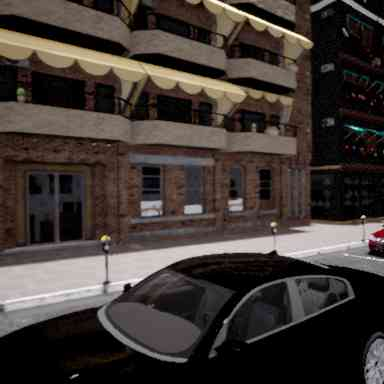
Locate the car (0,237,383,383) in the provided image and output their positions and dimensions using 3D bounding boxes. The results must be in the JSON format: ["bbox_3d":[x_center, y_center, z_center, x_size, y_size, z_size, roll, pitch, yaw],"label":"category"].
[{"bbox_3d":[0.333,1.479,3.599,5.008,1.535,1.882,0,0,-35],"label":"car"}]

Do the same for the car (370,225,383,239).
[{"bbox_3d":[8.288,1.588,12.441,4.206,1.307,1.802,0,-1,-35],"label":"car"}]
